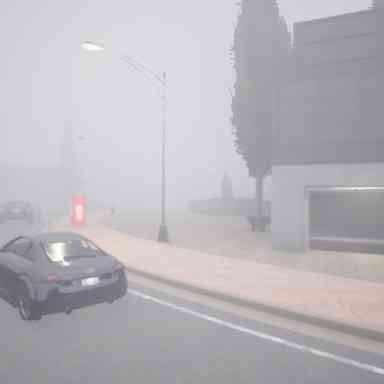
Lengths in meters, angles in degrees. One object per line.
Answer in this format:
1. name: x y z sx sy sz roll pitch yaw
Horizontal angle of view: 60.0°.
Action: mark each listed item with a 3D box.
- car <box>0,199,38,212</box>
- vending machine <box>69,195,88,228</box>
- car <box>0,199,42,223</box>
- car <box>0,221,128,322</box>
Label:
1. car: -20.770 1.572 40.108 1.812 1.442 4.674 0 0 8
2. vending machine: -7.354 1.248 21.566 1.100 2.100 0.880 0 0 -21
3. car: -12.751 1.384 25.102 2.097 1.767 4.553 1 0 -15
4. car: -3.223 1.579 7.438 1.994 1.385 4.181 1 0 -44
